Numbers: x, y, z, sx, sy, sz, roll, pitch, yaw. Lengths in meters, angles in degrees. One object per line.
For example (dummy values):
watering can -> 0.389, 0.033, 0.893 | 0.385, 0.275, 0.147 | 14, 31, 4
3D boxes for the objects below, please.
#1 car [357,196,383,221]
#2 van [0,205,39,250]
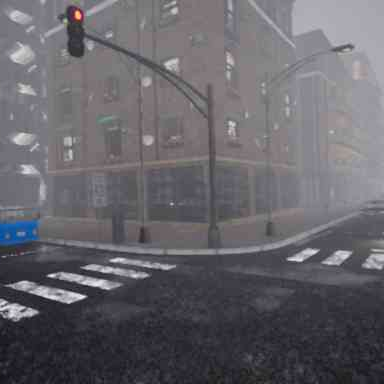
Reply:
car -> 12.668, 1.216, 23.044 | 2.008, 1.369, 4.403 | -2, 0, 35
van -> -8.228, 1.447, 14.122 | 3.998, 1.788, 1.690 | -1, 0, 34
